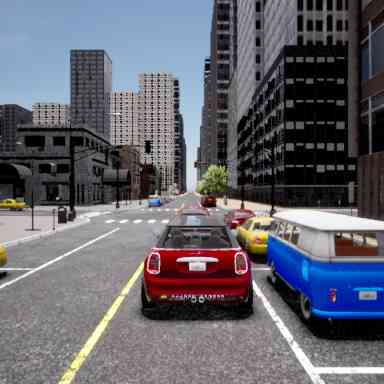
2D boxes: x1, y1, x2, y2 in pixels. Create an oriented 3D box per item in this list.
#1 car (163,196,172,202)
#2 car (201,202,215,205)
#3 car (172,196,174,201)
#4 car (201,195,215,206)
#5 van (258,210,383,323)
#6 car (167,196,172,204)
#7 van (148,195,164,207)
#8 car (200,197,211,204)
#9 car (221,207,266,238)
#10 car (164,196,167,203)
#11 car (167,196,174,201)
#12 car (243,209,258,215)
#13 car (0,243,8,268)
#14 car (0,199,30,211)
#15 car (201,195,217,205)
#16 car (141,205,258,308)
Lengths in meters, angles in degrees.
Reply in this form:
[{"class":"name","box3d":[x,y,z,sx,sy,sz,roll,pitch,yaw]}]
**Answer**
[{"class":"car","box3d":[-5.732,1.668,78.251,2.008,1.369,4.403,0,0,0]},{"class":"car","box3d":[0.091,1.482,17.271,1.882,1.535,5.008,0,0,0]},{"class":"car","box3d":[-5.729,1.653,72.727,2.008,1.369,4.403,0,0,0]},{"class":"car","box3d":[2.658,1.380,56.162,2.192,1.841,5.009,0,0,0]},{"class":"van","box3d":[2.684,1.341,6.923,1.690,1.788,3.998,0,0,0]},{"class":"car","box3d":[-5.727,1.529,67.204,1.967,1.590,4.097,0,0,0]},{"class":"van","box3d":[-5.719,1.395,50.632,1.690,1.788,3.998,0,0,0]},{"class":"car","box3d":[2.654,1.655,67.211,1.947,1.339,4.313,0,0,0]},{"class":"car","box3d":[2.678,1.587,18.250,1.802,1.307,4.206,0,0,0]},{"class":"car","box3d":[-5.721,1.505,56.155,1.967,1.590,4.097,0,0,0]},{"class":"car","box3d":[-5.738,1.673,89.129,1.752,1.417,4.829,0,0,0]},{"class":"car","box3d":[2.681,1.527,12.758,1.752,1.417,4.829,0,0,0]},{"class":"car","box3d":[-5.696,1.525,6.749,1.752,1.417,4.829,0,0,0]},{"class":"car","box3d":[-21.428,1.469,38.455,4.829,1.417,1.752,0,0,0]},{"class":"car","box3d":[2.661,1.369,50.638,2.192,1.841,5.009,0,0,0]},{"class":"car","box3d":[0.095,1.352,8.065,2.097,1.767,4.553,0,0,0]}]
